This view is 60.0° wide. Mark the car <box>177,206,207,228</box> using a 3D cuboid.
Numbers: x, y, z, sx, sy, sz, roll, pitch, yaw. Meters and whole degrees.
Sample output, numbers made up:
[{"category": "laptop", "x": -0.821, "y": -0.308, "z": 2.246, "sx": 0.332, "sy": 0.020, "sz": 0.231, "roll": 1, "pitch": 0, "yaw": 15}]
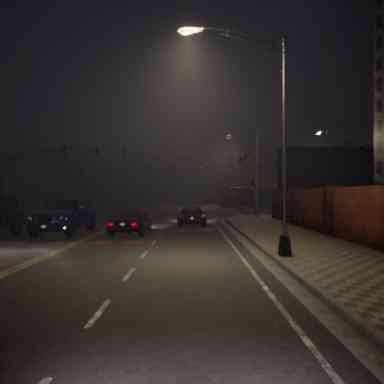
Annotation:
[{"category": "car", "x": -0.002, "y": 1.670, "z": 23.401, "sx": 1.994, "sy": 1.385, "sz": 4.181, "roll": 0, "pitch": 0, "yaw": 0}]

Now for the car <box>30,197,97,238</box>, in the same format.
[{"category": "car", "x": -7.045, "y": 1.306, "z": 18.637, "sx": 2.150, "sy": 2.045, "sz": 5.566, "roll": 0, "pitch": 0, "yaw": 1}]

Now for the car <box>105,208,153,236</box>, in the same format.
[{"category": "car", "x": -3.404, "y": 1.633, "z": 18.777, "sx": 2.033, "sy": 1.411, "sz": 5.357, "roll": 0, "pitch": 0, "yaw": 0}]

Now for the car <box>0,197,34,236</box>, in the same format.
[{"category": "car", "x": -10.558, "y": 1.298, "z": 16.796, "sx": 2.150, "sy": 2.045, "sz": 5.566, "roll": 0, "pitch": 0, "yaw": 0}]
